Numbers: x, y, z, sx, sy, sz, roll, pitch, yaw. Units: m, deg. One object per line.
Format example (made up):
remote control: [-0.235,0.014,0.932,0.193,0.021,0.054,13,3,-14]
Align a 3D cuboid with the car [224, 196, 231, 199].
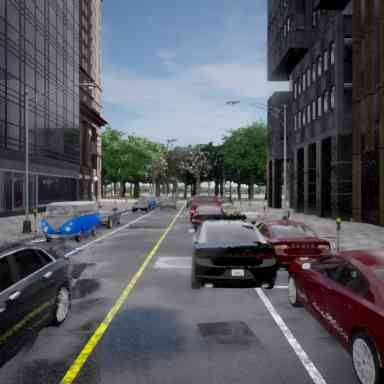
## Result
car: [2.882,1.318,32.230,2.192,1.841,5.009,0,0,0]

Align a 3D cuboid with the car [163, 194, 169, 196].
car: [-5.539,1.539,59.280,1.752,1.417,4.829,0,0,0]

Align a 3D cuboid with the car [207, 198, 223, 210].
car: [2.925,1.532,43.275,1.752,1.417,4.829,0,0,0]

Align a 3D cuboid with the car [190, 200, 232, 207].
car: [0.971,1.479,19.191,1.882,1.535,5.008,0,0,0]

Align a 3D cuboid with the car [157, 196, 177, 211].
car: [-2.845,1.569,41.191,1.994,1.385,4.181,0,0,0]

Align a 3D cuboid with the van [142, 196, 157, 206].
van: [-5.601,1.347,43.138,1.690,1.788,3.998,0,0,0]

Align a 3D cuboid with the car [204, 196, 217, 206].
car: [2.966,1.451,53.980,1.967,1.590,4.097,0,0,0]

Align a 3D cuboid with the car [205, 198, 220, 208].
car: [2.945,1.553,48.543,1.887,1.381,4.507,0,0,0]

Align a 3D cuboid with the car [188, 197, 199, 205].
car: [0.229,1.579,60.382,1.994,1.385,4.181,0,0,0]

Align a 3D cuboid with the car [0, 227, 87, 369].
car: [-3.086,1.503,4.218,1.837,1.490,4.892,0,0,0]

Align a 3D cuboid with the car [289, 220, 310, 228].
car: [2.800,1.545,10.480,1.887,1.381,4.507,0,0,0]

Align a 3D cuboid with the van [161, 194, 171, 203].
van: [-5.497,1.362,70.325,1.690,1.788,3.998,0,0,0]

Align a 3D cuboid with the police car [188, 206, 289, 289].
police car: [0.933,1.426,9.301,1.930,1.638,5.238,0,0,0]

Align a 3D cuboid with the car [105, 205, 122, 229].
car: [-5.684,1.551,21.387,2.008,1.369,4.403,0,0,0]

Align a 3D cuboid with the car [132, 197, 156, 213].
car: [-5.622,1.570,37.700,1.947,1.339,4.313,0,0,0]

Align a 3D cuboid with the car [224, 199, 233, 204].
car: [2.863,1.527,26.962,1.752,1.417,4.829,0,0,0]

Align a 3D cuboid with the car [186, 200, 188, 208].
car: [0.194,1.499,47.149,2.128,1.511,4.902,0,0,1]

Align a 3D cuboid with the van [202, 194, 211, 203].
van: [3.028,1.362,70.293,1.690,1.788,3.998,0,0,0]

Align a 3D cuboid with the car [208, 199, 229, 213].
car: [2.904,1.555,37.667,2.008,1.369,4.403,0,0,0]

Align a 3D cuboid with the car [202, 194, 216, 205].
car: [2.986,1.329,59.418,2.192,1.841,5.009,0,0,0]

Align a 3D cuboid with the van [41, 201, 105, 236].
van: [-5.705,1.341,15.950,1.690,1.788,3.998,0,0,0]

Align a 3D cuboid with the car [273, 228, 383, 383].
car: [2.779,1.544,5.042,1.887,1.381,4.507,0,0,0]

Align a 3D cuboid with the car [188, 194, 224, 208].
car: [0.958,1.224,25.219,2.150,2.045,5.566,0,0,0]

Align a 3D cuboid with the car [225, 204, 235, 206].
car: [2.821,1.526,16.087,1.752,1.417,4.829,0,0,0]
